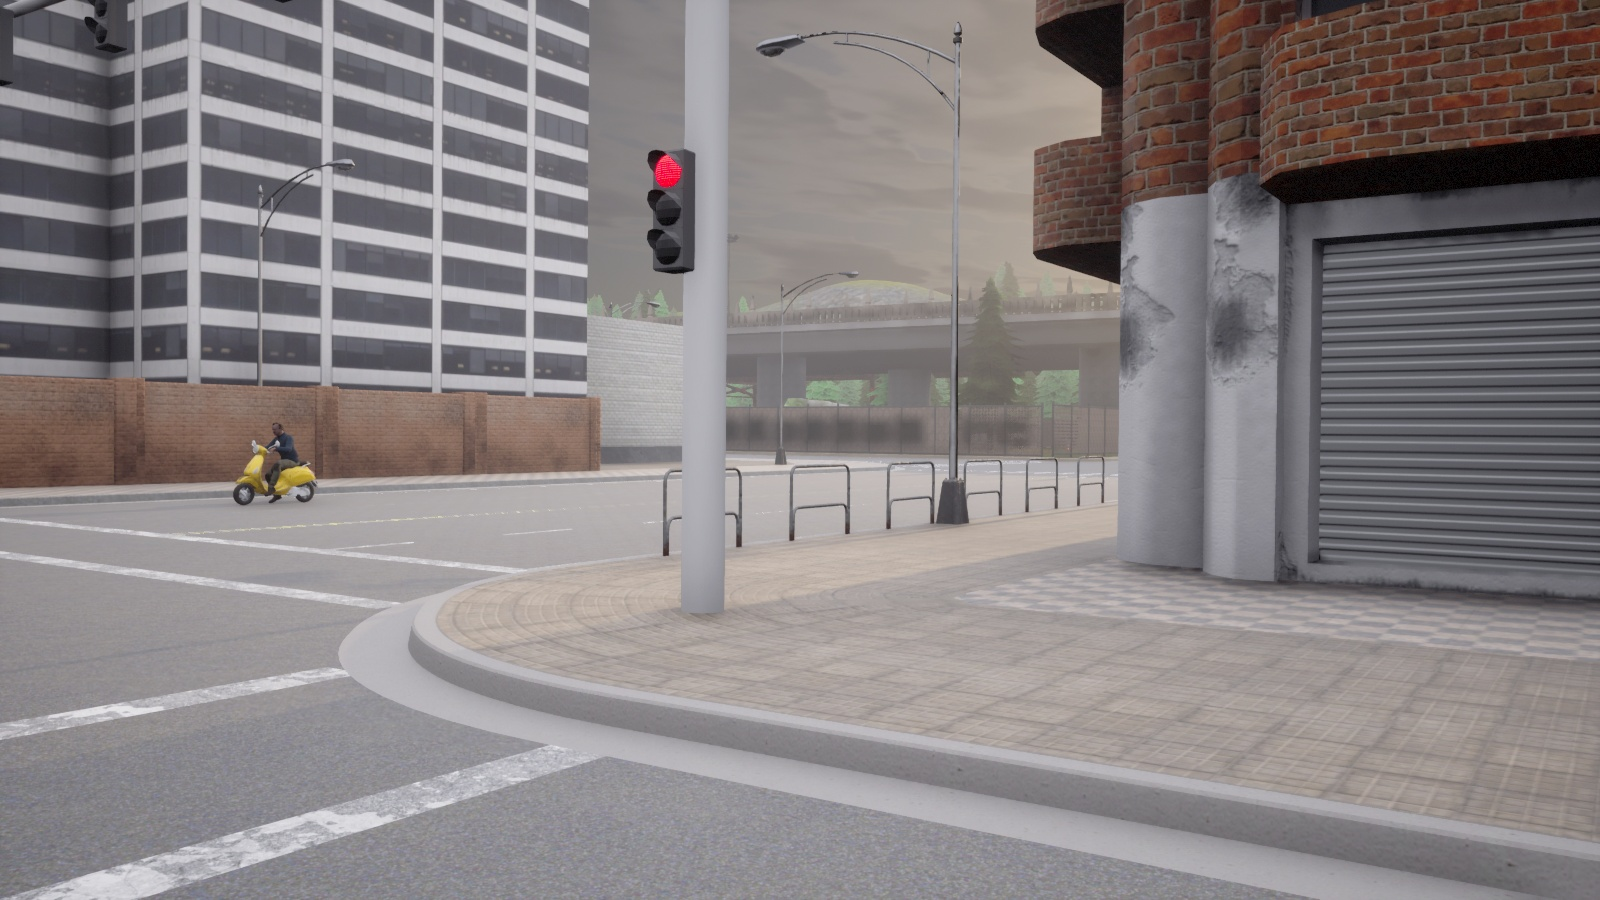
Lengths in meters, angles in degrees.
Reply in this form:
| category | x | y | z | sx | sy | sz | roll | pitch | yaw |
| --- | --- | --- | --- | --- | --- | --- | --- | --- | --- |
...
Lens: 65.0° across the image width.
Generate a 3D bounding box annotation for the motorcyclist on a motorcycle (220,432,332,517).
| category | x | y | z | sx | sy | sz | roll | pitch | yaw |
| --- | --- | --- | --- | --- | --- | --- | --- | --- | --- |
| motorcyclist on a motorcycle | -10.189 | 0.443 | 24.478 | 0.866 | 1.590 | 1.817 | 0 | 1 | 33 |
